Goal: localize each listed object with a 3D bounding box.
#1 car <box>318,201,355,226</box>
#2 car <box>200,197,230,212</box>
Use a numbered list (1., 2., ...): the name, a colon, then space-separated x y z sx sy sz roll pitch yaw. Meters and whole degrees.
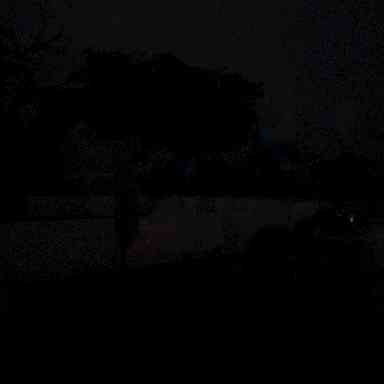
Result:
1. car: 7.854 1.322 21.338 2.128 1.511 4.902 2 0 -36
2. car: 1.682 1.211 29.765 1.812 1.442 4.674 2 0 -36
